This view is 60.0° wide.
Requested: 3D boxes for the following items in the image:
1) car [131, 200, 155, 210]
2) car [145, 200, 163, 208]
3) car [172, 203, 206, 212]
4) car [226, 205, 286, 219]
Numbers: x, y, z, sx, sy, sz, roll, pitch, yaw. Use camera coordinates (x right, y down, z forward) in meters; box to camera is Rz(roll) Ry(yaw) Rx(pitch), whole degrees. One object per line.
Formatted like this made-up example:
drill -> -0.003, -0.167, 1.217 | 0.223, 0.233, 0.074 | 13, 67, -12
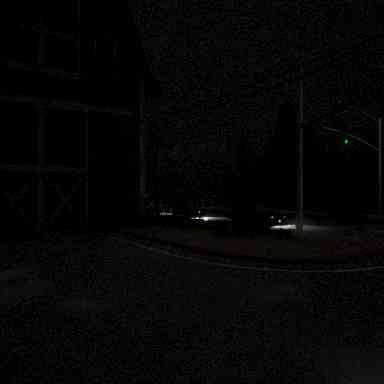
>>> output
car -> -7.472, 1.886, 50.625 | 1.994, 1.385, 4.181 | 0, 0, -34
car -> -5.385, 1.867, 41.056 | 1.895, 1.301, 4.718 | 0, 0, -34
car -> -0.399, 1.785, 33.793 | 1.994, 1.385, 4.181 | 0, 0, -34
car -> 4.823, 1.721, 26.183 | 2.033, 1.411, 5.357 | 0, 0, -34
